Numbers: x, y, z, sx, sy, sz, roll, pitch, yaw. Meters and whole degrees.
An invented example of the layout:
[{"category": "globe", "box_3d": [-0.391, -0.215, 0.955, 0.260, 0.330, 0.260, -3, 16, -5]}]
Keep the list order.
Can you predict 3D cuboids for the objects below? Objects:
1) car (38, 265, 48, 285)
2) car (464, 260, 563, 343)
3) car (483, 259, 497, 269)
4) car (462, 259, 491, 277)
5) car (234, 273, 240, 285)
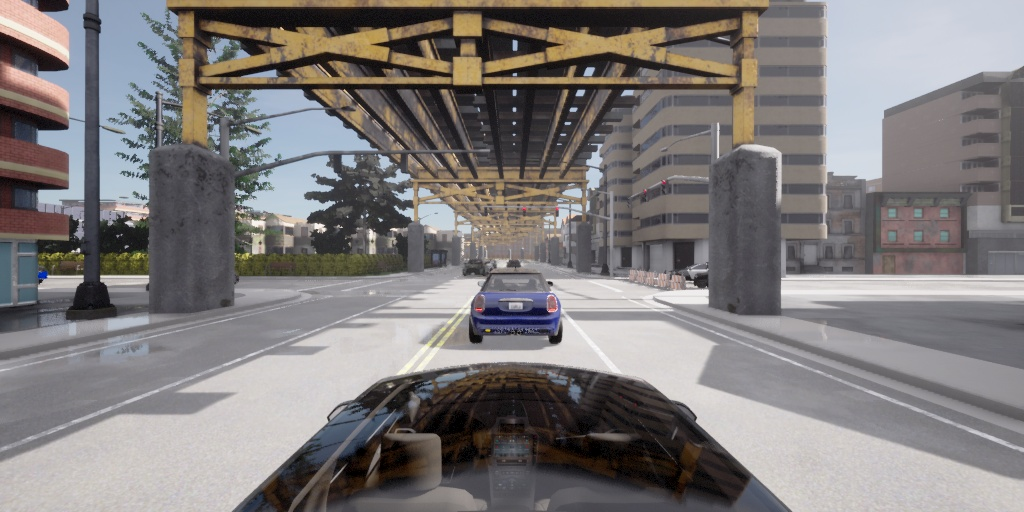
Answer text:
[{"category": "car", "box_3d": [-33.001, 0.874, 22.564, 5.566, 2.045, 2.150, 0, 0, 0]}, {"category": "car", "box_3d": [0.100, 1.093, 9.833, 2.097, 1.767, 4.553, 0, 0, 1]}, {"category": "car", "box_3d": [-3.393, 1.198, 56.446, 1.812, 1.442, 4.674, 0, 0, 1]}, {"category": "car", "box_3d": [-3.537, 1.051, 34.843, 2.097, 1.767, 4.553, 0, 0, 1]}, {"category": "car", "box_3d": [-19.795, 1.207, 22.481, 4.674, 1.442, 1.812, 0, 0, 0]}]
